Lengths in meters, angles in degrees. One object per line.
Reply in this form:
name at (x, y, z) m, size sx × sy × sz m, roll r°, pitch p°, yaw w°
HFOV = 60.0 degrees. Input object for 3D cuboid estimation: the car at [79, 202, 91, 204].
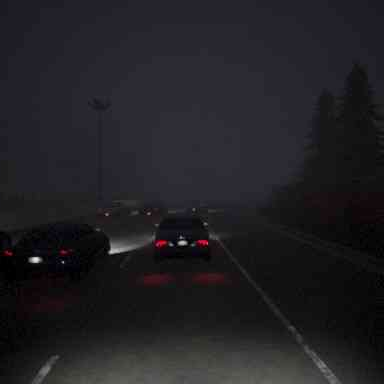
car at (-12.358, 1.513, 41.374) m, size 1.837 × 1.490 × 4.892 m, roll -1°, pitch 0°, yaw 13°

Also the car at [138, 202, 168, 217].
car at (-3.407, 1.520, 30.344) m, size 1.895 × 1.301 × 4.718 m, roll -1°, pitch 0°, yaw 6°

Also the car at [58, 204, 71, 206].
car at (-15.497, 1.537, 43.356) m, size 2.128 × 1.511 × 4.902 m, roll -1°, pitch 0°, yaw 13°

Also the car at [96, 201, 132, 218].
car at (-6.923, 1.573, 30.194) m, size 1.895 × 1.301 × 4.718 m, roll -1°, pitch 0°, yaw 6°

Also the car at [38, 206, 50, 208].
car at (-18.988, 1.621, 43.724) m, size 1.812 × 1.442 × 4.674 m, roll -1°, pitch 0°, yaw 13°

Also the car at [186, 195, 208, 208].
car at (0.509, 1.374, 33.076) m, size 1.812 × 1.442 × 4.674 m, roll -1°, pitch 0°, yaw 8°

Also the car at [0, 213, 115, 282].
car at (-3.794, 1.578, 9.913) m, size 1.994 × 1.385 × 4.181 m, roll -1°, pitch 0°, yaw -2°

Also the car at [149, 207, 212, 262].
car at (-0.372, 1.501, 12.021) m, size 2.033 × 1.411 × 5.357 m, roll -1°, pitch 0°, yaw -2°

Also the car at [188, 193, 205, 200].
car at (1.043, 1.049, 80.799) m, size 1.812 × 1.442 × 4.674 m, roll -1°, pitch 0°, yaw 35°
